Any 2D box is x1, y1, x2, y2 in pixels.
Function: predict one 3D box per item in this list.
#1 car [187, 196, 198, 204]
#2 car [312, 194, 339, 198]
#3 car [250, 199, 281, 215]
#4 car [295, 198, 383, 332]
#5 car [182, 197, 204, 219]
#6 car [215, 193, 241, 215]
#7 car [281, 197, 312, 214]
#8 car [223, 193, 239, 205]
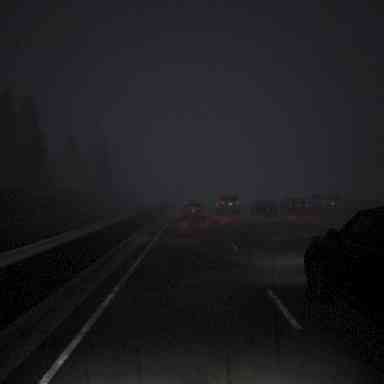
[{"bbox_3d":[0.040,1.556,63.227,1.994,1.385,4.181,0,0,-2],"label":"car"},{"bbox_3d":[14.106,1.216,36.049,2.150,2.045,5.566,0,0,0],"label":"car"},{"bbox_3d":[7.108,1.473,33.374,1.882,1.535,5.008,0,0,0],"label":"car"},{"bbox_3d":[3.604,1.219,5.157,2.150,2.045,5.566,0,0,0],"label":"car"},{"bbox_3d":[0.106,1.454,28.705,1.801,1.575,5.366,0,0,0],"label":"car"},{"bbox_3d":[3.606,1.215,33.924,2.150,2.045,5.566,0,0,0],"label":"car"},{"bbox_3d":[10.606,1.348,35.141,2.097,1.767,4.553,0,0,0],"label":"car"},{"bbox_3d":[7.077,1.213,60.810,2.150,2.045,5.566,0,0,-1],"label":"car"}]
